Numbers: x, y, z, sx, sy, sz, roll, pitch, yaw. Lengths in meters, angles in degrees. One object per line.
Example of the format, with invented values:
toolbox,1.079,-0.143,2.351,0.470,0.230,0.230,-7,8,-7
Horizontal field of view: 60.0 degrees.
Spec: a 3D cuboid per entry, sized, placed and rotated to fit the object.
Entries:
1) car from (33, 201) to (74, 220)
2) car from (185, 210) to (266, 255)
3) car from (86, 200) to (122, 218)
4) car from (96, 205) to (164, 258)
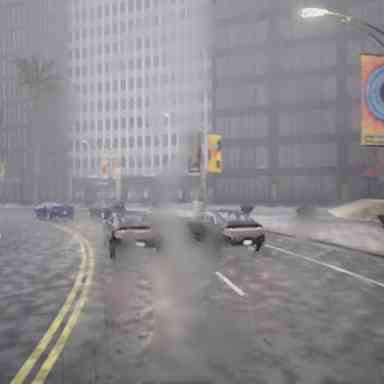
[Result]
car,-11.699,1.482,28.012,1.882,1.535,5.008,0,0,-43
car,1.123,1.458,13.319,2.128,1.511,4.902,0,0,-17
car,-7.405,1.486,28.462,1.837,1.490,4.892,0,0,-40
car,-2.402,1.477,12.902,2.128,1.511,4.902,0,0,-18
